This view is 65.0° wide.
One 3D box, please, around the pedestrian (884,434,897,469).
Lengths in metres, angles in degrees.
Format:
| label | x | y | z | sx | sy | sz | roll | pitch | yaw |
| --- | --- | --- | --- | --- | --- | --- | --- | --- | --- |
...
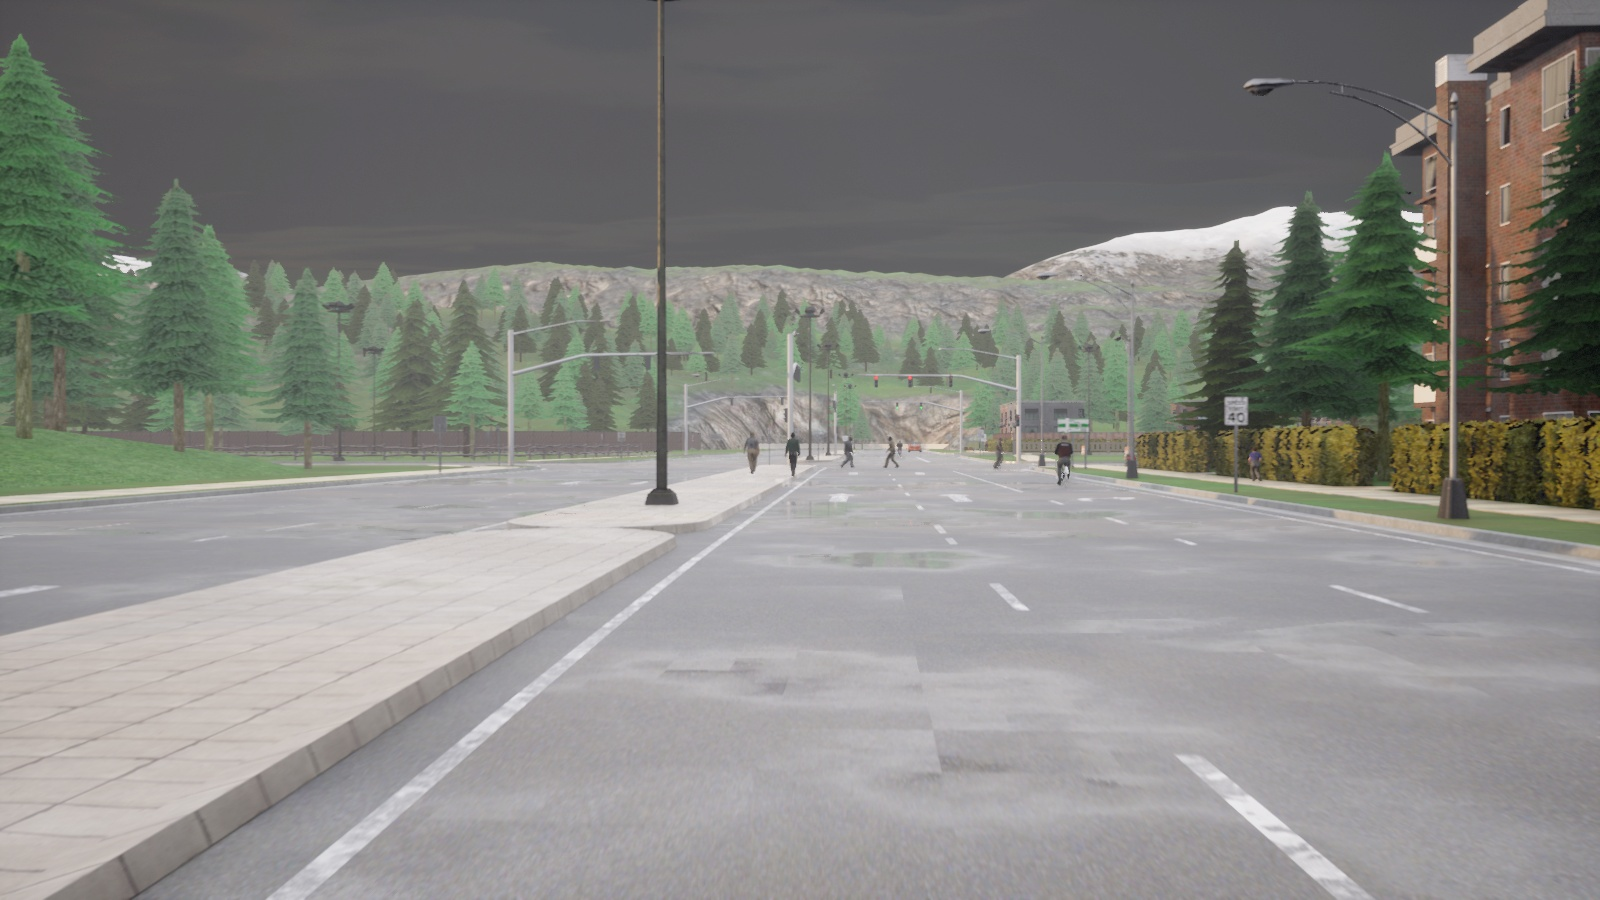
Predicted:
| label | x | y | z | sx | sy | sz | roll | pitch | yaw |
| --- | --- | --- | --- | --- | --- | --- | --- | --- | --- |
| pedestrian | 4.945 | 0.089 | 68.673 | 0.692 | 1.930 | 0.396 | 0 | 0 | 2 |

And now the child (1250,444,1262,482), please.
| label | x | y | z | sx | sy | sz | roll | pitch | yaw |
| --- | --- | --- | --- | --- | --- | --- | --- | --- | --- |
| child | 15.420 | 0.440 | 42.463 | 0.270 | 1.263 | 0.437 | 0 | 0 | 5 |

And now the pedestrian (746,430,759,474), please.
| label | x | y | z | sx | sy | sz | roll | pitch | yaw |
| --- | --- | --- | --- | --- | --- | --- | --- | --- | --- |
| pedestrian | -2.019 | 0.097 | 53.360 | 0.540 | 1.848 | 0.694 | 0 | 0 | 2 |

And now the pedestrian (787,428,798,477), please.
| label | x | y | z | sx | sy | sz | roll | pitch | yaw |
| --- | --- | --- | --- | --- | --- | --- | --- | --- | --- |
| pedestrian | -0.306 | 0.114 | 50.513 | 0.423 | 1.949 | 0.788 | 0 | 0 | 3 |

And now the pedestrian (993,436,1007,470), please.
| label | x | y | z | sx | sy | sz | roll | pitch | yaw |
| --- | --- | --- | --- | --- | --- | --- | --- | --- | --- |
| pedestrian | 11.092 | 0.152 | 69.728 | 0.720 | 1.854 | 0.376 | 0 | 0 | 4 |

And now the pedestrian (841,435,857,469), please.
| label | x | y | z | sx | sy | sz | roll | pitch | yaw |
| --- | --- | --- | --- | --- | --- | --- | --- | --- | --- |
| pedestrian | 2.697 | 0.091 | 69.265 | 0.849 | 1.883 | 0.563 | 0 | 0 | -5 |
